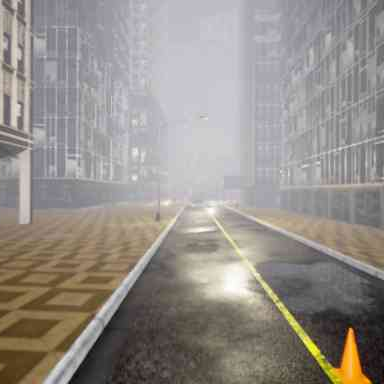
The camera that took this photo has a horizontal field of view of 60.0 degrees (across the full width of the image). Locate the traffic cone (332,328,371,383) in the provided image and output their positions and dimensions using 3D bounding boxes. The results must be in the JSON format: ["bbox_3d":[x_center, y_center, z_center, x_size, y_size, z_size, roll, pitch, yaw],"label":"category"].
[{"bbox_3d":[1.953,1.974,4.090,0.340,0.580,0.340,0,0,0],"label":"traffic cone"}]

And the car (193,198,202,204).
[{"bbox_3d":[1.206,1.837,69.530,1.895,1.301,4.718,0,0,3],"label":"car"}]
